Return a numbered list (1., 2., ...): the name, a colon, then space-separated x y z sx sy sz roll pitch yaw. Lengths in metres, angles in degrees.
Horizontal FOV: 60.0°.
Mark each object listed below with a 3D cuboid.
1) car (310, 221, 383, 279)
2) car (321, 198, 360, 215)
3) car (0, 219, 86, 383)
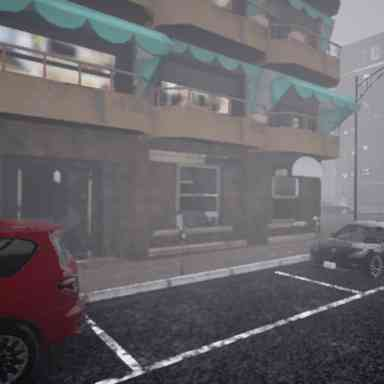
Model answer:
1. car: 5.460 1.583 10.148 4.313 1.339 1.947 0 1 -35
2. car: 14.690 1.593 33.797 2.008 1.369 4.403 1 -1 -35
3. car: -3.733 1.313 3.589 5.009 1.841 2.192 0 1 -35
